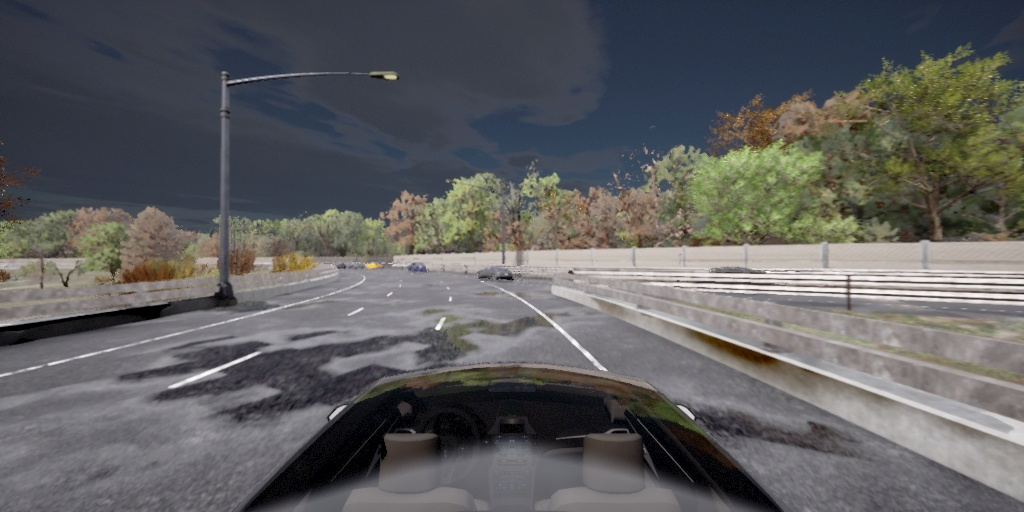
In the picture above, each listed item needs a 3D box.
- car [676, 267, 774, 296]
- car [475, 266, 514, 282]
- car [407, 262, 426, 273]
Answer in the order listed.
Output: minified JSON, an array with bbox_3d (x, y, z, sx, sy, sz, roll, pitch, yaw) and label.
[{"bbox_3d":[12.100,1.393,20.746,4.892,1.490,1.837,-3,-2,37],"label":"car"},{"bbox_3d":[-1.731,1.657,34.161,1.994,1.385,4.181,0,-1,-38],"label":"car"},{"bbox_3d":[-15.571,1.793,58.384,2.097,1.767,4.553,0,0,-31],"label":"car"}]
